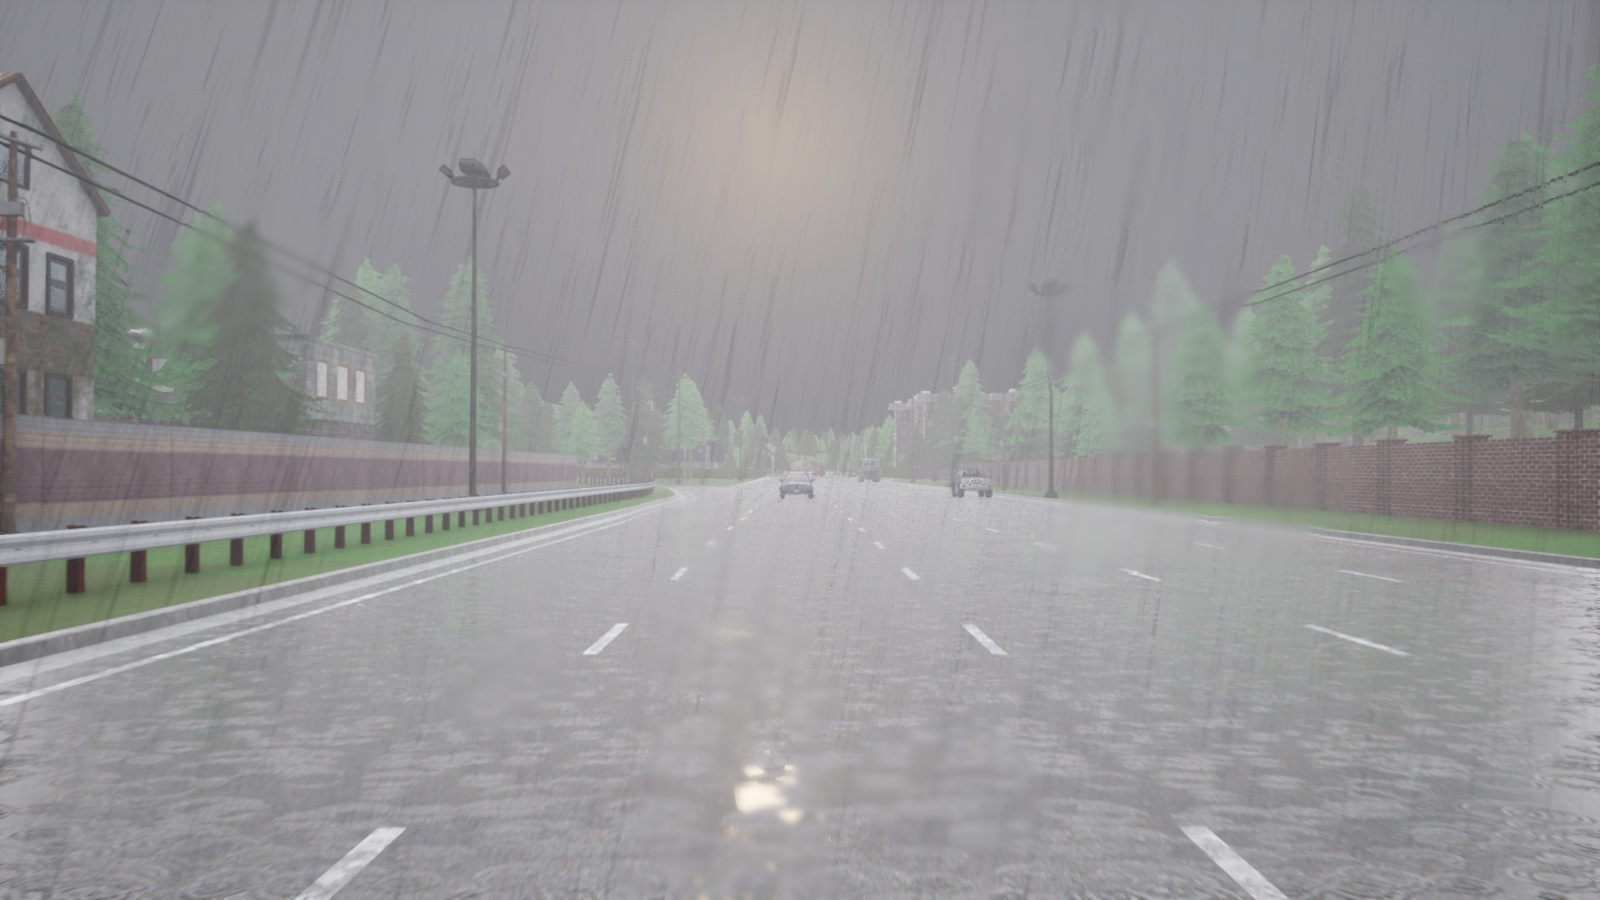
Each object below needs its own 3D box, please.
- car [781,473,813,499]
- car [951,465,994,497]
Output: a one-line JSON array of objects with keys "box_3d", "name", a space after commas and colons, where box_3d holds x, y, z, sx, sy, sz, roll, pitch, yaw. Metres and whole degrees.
[{"box_3d": [-0.173, 2.049, 72.125, 1.812, 1.442, 4.674, 0, -1, 0], "name": "car"}, {"box_3d": [10.317, 1.852, 75.408, 1.932, 1.855, 4.605, 0, -1, 0], "name": "car"}]
